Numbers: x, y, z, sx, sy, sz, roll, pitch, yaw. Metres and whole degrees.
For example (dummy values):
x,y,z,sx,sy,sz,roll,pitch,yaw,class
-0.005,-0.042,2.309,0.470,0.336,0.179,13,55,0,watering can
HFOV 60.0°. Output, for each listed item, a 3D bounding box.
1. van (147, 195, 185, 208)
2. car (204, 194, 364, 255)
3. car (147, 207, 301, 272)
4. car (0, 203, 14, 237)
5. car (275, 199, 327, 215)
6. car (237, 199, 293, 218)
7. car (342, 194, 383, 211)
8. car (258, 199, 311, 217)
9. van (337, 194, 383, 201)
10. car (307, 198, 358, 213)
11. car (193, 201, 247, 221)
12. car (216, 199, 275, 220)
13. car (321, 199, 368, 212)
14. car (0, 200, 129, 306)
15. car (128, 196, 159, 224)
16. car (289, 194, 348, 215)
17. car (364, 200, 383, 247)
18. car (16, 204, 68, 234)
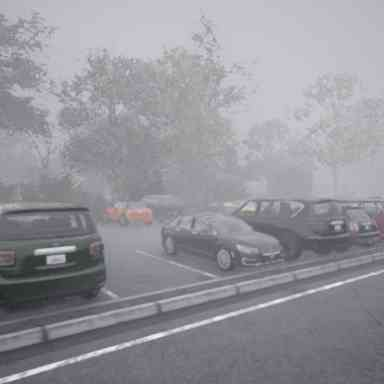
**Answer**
x,y,z,sx,sy,sz,roll,pitch,yaw,class
-2.379,1.235,24.937,1.878,1.987,4.442,0,0,-35,van
3.031,1.209,12.623,2.435,2.045,5.566,0,0,-35,car
0.759,1.461,10.977,2.231,1.521,4.892,0,0,-35,car
-11.385,1.473,18.387,2.097,1.535,5.008,0,0,-35,car
11.274,1.513,34.577,2.163,1.488,4.792,0,0,-36,car
6.762,1.476,31.312,2.097,1.535,5.008,0,0,-36,car
22.537,1.278,42.553,2.435,2.045,5.566,0,0,-36,car
9.042,1.510,32.911,2.163,1.488,4.792,0,0,-36,car
7.678,1.238,15.760,1.878,1.987,4.442,0,0,-36,van
15.826,1.497,37.787,2.097,1.535,5.008,0,0,-36,car
2.226,1.509,28.077,2.002,1.452,4.674,0,0,-36,car
4.599,1.470,29.546,1.946,1.575,5.366,0,0,-36,car
17.990,1.545,39.336,2.002,1.452,4.674,0,0,-36,car
-3.821,1.222,7.745,2.435,2.045,5.566,0,0,-35,car
-4.558,1.335,23.204,2.185,1.767,4.553,0,0,-35,car
13.573,1.238,36.149,2.435,2.045,5.566,0,0,-36,car
5.346,1.335,14.200,2.185,1.767,4.553,0,0,-36,car
-9.113,1.506,20.001,2.002,1.452,4.674,0,0,-35,car
